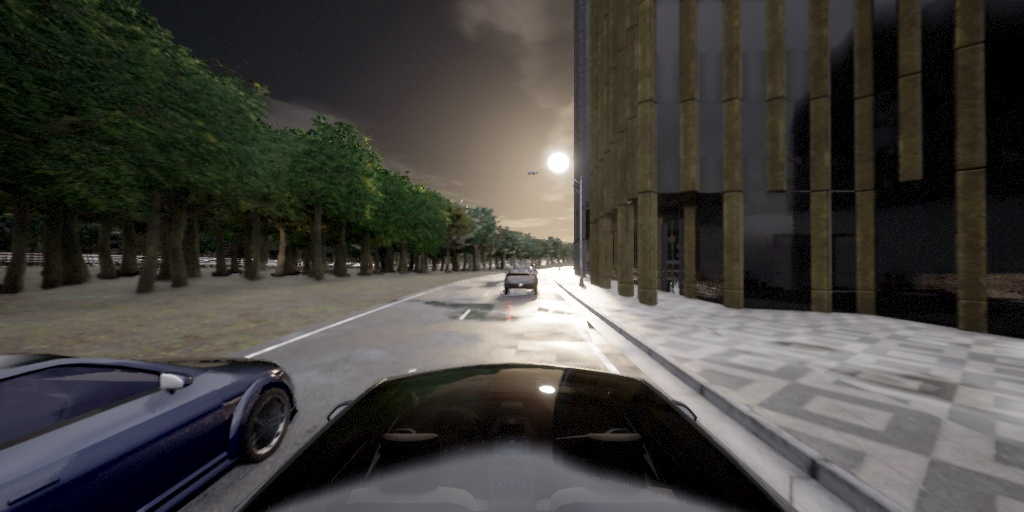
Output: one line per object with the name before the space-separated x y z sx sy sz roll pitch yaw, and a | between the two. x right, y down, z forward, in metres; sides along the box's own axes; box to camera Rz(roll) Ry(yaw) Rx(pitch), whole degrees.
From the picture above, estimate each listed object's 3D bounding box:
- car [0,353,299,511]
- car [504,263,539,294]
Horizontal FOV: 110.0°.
car | -3.369 1.310 2.280 1.994 1.385 4.181 0 0 0
car | 0.560 1.335 21.046 2.128 1.511 4.902 0 -1 2
